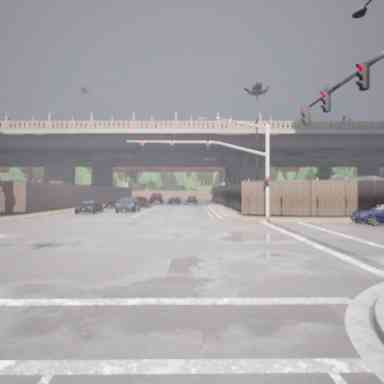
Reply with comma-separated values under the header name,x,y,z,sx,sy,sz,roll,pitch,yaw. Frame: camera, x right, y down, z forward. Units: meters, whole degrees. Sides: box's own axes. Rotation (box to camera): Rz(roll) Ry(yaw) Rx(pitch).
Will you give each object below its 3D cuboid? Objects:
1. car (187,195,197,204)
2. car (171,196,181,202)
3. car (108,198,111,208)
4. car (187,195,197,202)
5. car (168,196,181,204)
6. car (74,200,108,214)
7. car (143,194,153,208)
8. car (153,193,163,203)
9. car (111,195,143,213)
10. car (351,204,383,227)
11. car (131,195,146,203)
name,x,y,z,sx,sy,sz,roll,pitch,yaw
car,0.015,1.538,63.865,1.895,1.301,4.718,0,0,0
car,-3.483,1.522,74.222,1.895,1.301,4.718,0,0,0
car,-10.577,1.520,45.281,1.994,1.385,4.181,0,0,0
car,0.017,1.452,74.191,2.128,1.511,4.902,0,0,0
car,-3.485,1.538,64.230,1.895,1.301,4.718,0,0,0
car,-10.577,1.530,34.444,1.994,1.385,4.181,0,0,1
car,-7.074,1.432,46.667,1.882,1.535,5.008,0,0,0
car,-6.993,1.159,66.201,2.150,2.045,5.566,0,0,0
car,-7.080,1.316,36.886,2.097,1.767,4.553,0,0,0
car,12.891,1.449,21.696,4.674,1.442,1.812,0,0,0
car,-10.497,1.428,65.995,2.128,1.511,4.902,0,0,0
